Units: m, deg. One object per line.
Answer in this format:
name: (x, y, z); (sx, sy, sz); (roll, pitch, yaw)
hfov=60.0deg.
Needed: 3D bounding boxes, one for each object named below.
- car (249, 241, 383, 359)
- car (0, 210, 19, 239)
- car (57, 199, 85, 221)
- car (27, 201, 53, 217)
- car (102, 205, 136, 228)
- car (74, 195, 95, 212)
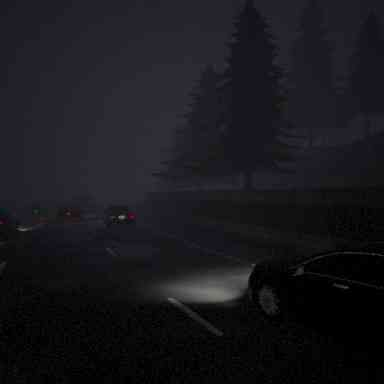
car: (2.816, 1.490, 4.895); (1.837, 1.490, 4.892); (-1, 0, -28)
car: (-10.582, 1.668, 17.794); (1.994, 1.385, 4.181); (0, 0, -20)
car: (-10.451, 1.597, 28.569); (1.882, 1.535, 5.008); (0, 0, -17)
car: (-15.546, 1.691, 34.164); (1.812, 1.442, 4.674); (0, 0, -13)
car: (-5.132, 1.619, 23.142); (2.033, 1.411, 5.357); (0, 0, -19)
car: (-13.599, 1.384, 41.917); (2.150, 2.045, 5.566); (0, 0, -11)
